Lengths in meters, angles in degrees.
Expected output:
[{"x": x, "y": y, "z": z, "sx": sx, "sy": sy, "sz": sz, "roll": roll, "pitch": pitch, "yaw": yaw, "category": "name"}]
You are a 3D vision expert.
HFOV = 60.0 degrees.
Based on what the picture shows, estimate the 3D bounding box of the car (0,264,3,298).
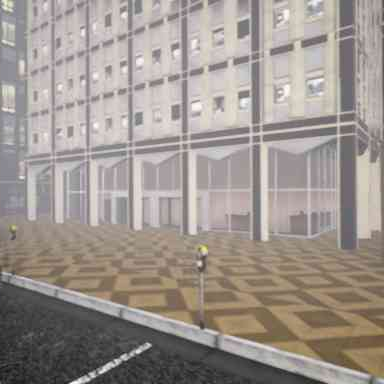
[{"x": -5.583, "y": 1.584, "z": 6.861, "sx": 4.313, "sy": 1.339, "sz": 1.947, "roll": 0, "pitch": 0, "yaw": 36, "category": "car"}]
